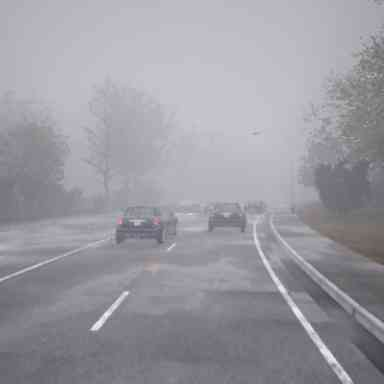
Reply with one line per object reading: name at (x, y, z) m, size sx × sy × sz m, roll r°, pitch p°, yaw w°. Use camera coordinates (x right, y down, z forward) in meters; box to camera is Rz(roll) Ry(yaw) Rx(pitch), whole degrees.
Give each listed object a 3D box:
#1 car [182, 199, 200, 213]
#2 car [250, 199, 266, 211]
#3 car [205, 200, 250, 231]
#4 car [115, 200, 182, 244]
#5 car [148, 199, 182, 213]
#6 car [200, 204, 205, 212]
car at (-0.330, 1.592, 38.423) m, size 1.812 × 1.442 × 4.674 m, roll -1°, pitch 0°, yaw 19°
car at (7.529, 1.532, 39.102) m, size 1.895 × 1.301 × 4.718 m, roll -1°, pitch 0°, yaw 20°
car at (2.302, 1.330, 20.542) m, size 2.097 × 1.767 × 4.553 m, roll 0°, pitch 0°, yaw 11°
car at (-2.010, 1.356, 16.101) m, size 2.097 × 1.767 × 4.553 m, roll 0°, pitch 0°, yaw 8°
car at (-3.210, 1.677, 40.876) m, size 2.033 × 1.411 × 5.357 m, roll -1°, pitch 0°, yaw 20°
car at (2.681, 1.568, 35.740) m, size 1.994 × 1.385 × 4.181 m, roll -1°, pitch 0°, yaw 18°
